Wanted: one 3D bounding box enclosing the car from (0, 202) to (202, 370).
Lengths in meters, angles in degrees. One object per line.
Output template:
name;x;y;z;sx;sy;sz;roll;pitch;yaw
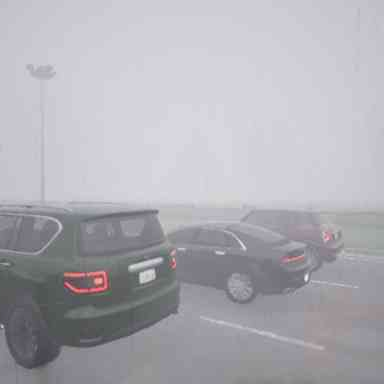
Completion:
car;-2.790;1.205;5.919;5.566;2.045;2.150;0;0;35

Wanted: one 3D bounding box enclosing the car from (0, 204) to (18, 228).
car;-13.575;1.524;21.923;4.181;1.385;1.994;0;0;35

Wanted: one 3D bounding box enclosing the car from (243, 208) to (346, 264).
car;2.420;1.290;10.823;4.553;1.767;2.097;0;0;35

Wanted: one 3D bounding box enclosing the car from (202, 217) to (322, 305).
car;0.298;1.465;8.037;4.892;1.490;1.837;0;0;35
